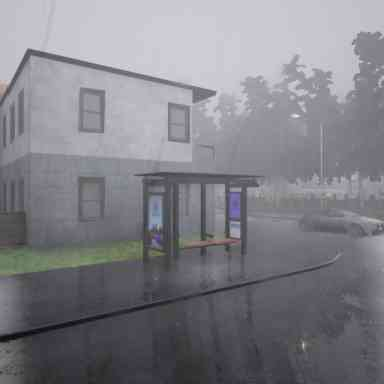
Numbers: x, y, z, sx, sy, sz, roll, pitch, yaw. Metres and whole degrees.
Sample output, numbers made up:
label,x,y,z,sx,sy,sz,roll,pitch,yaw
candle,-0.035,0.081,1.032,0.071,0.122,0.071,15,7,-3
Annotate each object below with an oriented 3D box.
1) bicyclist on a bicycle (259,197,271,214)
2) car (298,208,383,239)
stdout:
label,x,y,z,sx,sy,sz,roll,pitch,yaw
bicyclist on a bicycle,7.145,1.349,32.428,1.656,1.620,0.582,0,0,-35
car,7.743,1.564,17.450,1.994,1.385,4.181,0,0,-39
